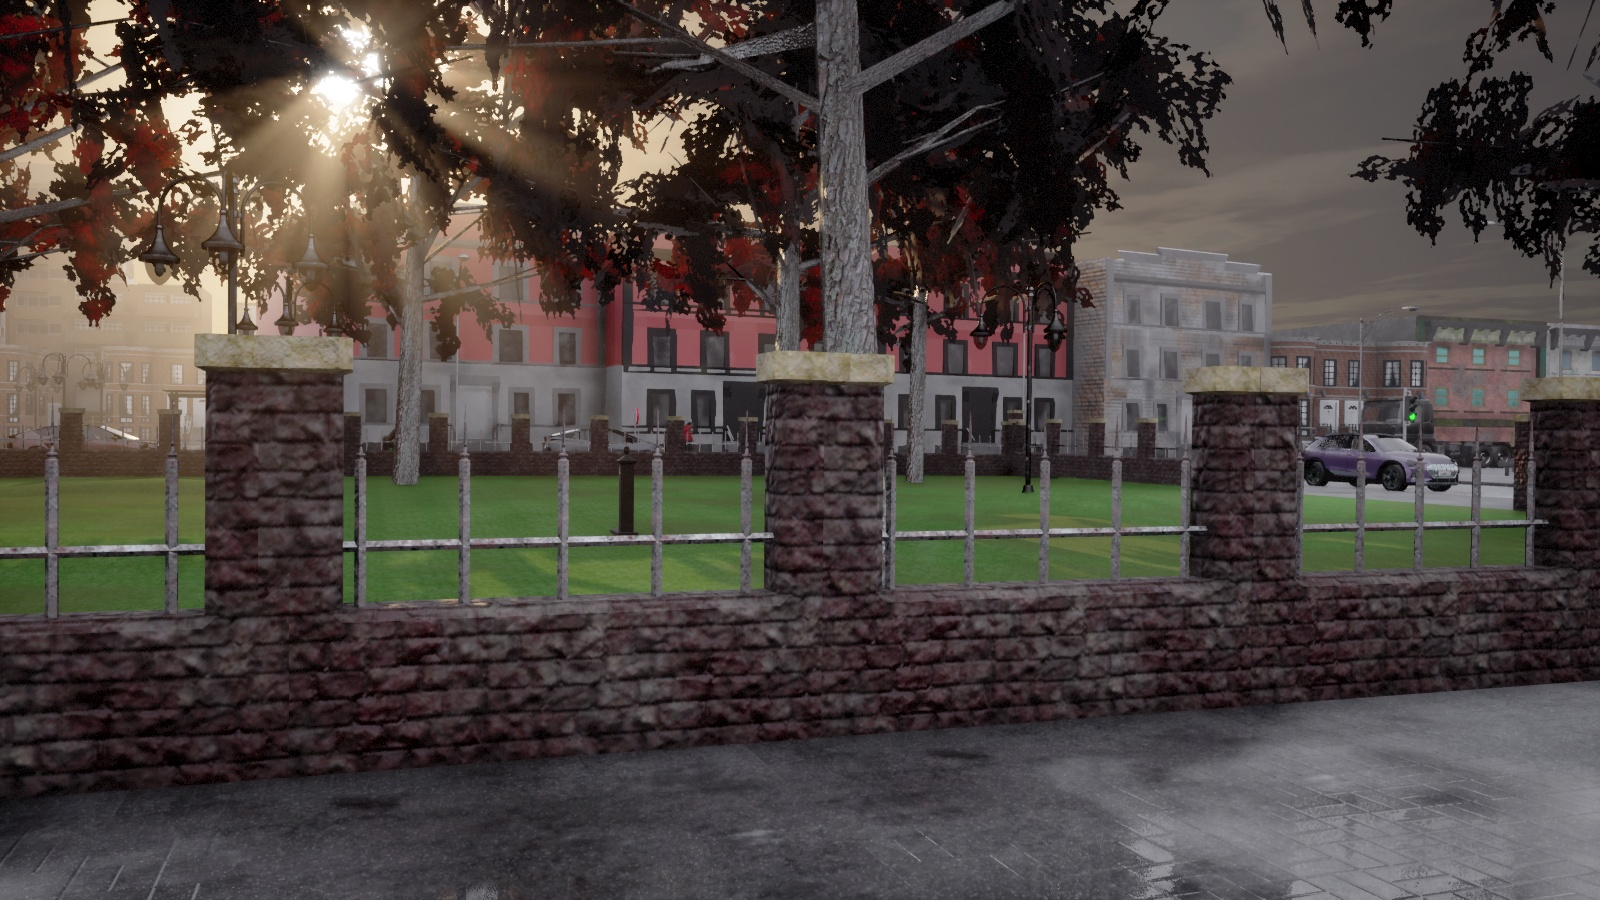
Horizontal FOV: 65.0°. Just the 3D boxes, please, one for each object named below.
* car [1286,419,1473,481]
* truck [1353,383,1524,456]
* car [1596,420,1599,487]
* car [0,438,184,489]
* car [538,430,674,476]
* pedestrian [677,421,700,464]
[{"bbox_3d":[16.602,-0.041,36.265,2.033,1.649,4.856,-1,1,-21],"label":"car"},{"bbox_3d":[31.763,-1.543,62.450,7.936,3.462,2.891,-1,1,-19],"label":"truck"},{"bbox_3d":[19.865,0.094,26.833,2.007,1.525,4.514,-1,1,-21],"label":"car"},{"bbox_3d":[-22.266,0.393,39.680,4.792,1.488,2.163,-1,1,-19],"label":"car"},{"bbox_3d":[-6.960,0.089,44.948,4.514,1.525,2.007,-1,1,-18],"label":"car"},{"bbox_3d":[-4.797,-0.322,53.848,0.899,1.844,0.634,-1,1,-12],"label":"pedestrian"}]
